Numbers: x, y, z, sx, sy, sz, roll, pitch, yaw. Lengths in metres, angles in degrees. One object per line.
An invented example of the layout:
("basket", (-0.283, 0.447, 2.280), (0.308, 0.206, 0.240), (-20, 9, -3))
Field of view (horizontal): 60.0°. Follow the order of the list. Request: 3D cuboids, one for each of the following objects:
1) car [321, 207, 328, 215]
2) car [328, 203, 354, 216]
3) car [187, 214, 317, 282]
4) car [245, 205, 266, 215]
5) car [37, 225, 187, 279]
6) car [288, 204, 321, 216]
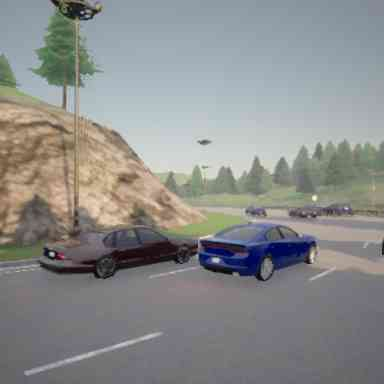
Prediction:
("car", (15.385, 2.356, 43.683), (2.128, 1.511, 4.902), (0, -1, -4))
("car", (18.906, 2.183, 43.151), (2.097, 1.767, 4.553), (0, -1, -4))
("car", (2.317, 1.704, 10.735), (1.882, 1.535, 5.008), (0, -1, 43))
("car", (8.404, 2.438, 43.980), (1.812, 1.442, 4.674), (0, -1, -5))
("car", (-2.101, 1.805, 10.974), (5.357, 1.411, 2.033), (1, -2, -45))
("car", (12.450, 2.355, 37.818), (1.895, 1.301, 4.718), (0, -1, -2))
